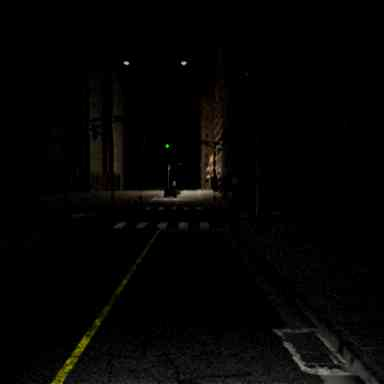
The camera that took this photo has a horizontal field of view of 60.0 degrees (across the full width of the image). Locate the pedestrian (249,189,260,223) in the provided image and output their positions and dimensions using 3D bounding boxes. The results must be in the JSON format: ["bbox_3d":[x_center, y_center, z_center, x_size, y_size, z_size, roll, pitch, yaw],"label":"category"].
[{"bbox_3d":[3.259,0.695,17.190,0.375,1.860,0.375,0,1,0],"label":"pedestrian"}]

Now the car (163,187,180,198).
[{"bbox_3d":[-3.313,0.154,51.337,1.882,1.535,5.008,0,1,0],"label":"car"}]

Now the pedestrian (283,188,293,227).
[{"bbox_3d":[4.561,0.725,15.997,0.375,1.860,0.375,0,1,0],"label":"pedestrian"}]

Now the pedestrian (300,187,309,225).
[{"bbox_3d":[5.558,0.706,16.601,0.375,1.860,0.375,0,1,0],"label":"pedestrian"}]

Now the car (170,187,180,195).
[{"bbox_3d":[-3.326,-0.207,67.168,1.812,1.442,4.674,0,1,0],"label":"car"}]
